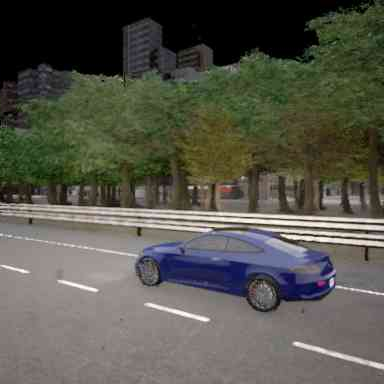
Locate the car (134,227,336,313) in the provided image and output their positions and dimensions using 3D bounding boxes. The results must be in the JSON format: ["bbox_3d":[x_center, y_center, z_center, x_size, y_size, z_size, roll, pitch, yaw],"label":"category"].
[{"bbox_3d":[0.762,1.533,7.625,4.674,1.442,1.812,0,0,36],"label":"car"}]
